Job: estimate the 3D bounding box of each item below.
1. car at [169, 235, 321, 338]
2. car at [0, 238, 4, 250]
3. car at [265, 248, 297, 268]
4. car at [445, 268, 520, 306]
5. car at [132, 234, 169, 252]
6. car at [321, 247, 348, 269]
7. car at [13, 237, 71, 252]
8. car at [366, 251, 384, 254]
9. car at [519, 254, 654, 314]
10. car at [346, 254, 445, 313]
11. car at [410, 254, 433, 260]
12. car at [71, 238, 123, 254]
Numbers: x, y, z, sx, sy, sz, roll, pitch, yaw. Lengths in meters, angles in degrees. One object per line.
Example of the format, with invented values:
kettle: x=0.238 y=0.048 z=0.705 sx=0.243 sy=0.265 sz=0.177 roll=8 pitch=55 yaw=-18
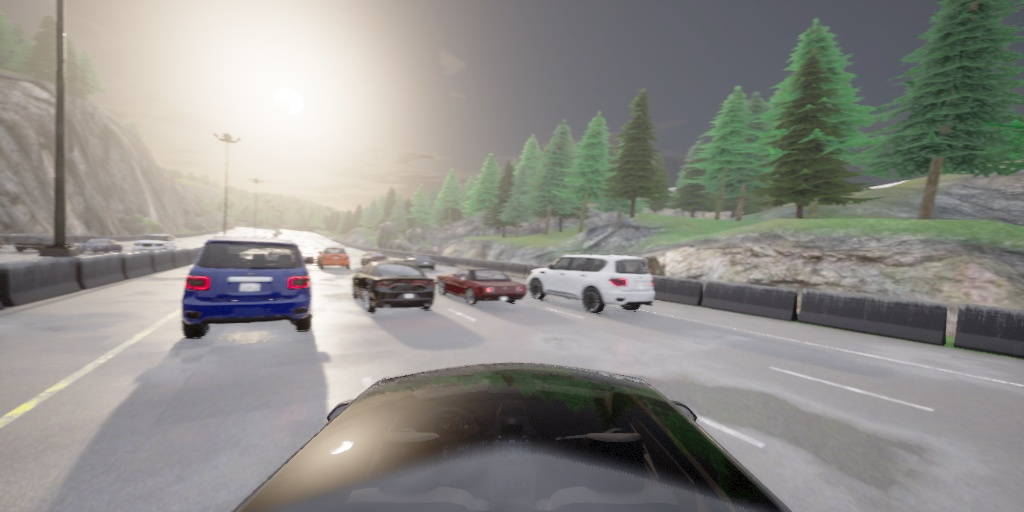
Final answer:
car: x=-6.258 y=0.575 z=8.902 sx=2.150 sy=2.045 sz=5.566 roll=2 pitch=1 yaw=-32
car: x=-42.874 y=-1.180 z=28.219 sx=1.882 sy=1.535 sz=5.008 roll=2 pitch=1 yaw=-31
car: x=-18.173 y=0.129 z=28.312 sx=1.895 sy=1.301 sz=4.718 roll=2 pitch=1 yaw=-32
car: x=-1.431 y=1.115 z=14.408 sx=1.895 sy=1.301 sz=4.718 roll=2 pitch=1 yaw=-32
car: x=-34.730 y=-1.145 z=35.057 sx=2.150 sy=2.045 sz=5.566 roll=2 pitch=1 yaw=-32
car: x=-14.290 y=0.061 z=28.689 sx=2.097 sy=1.767 sz=4.553 roll=2 pitch=1 yaw=-32
car: x=-40.615 y=-0.989 z=31.244 sx=1.895 sy=1.301 sz=4.718 roll=2 pitch=1 yaw=-31
car: x=-12.237 y=0.290 z=32.019 sx=1.812 sy=1.442 sz=4.674 roll=2 pitch=1 yaw=-32
car: x=2.851 y=0.944 z=14.143 sx=2.150 sy=2.045 sz=5.566 roll=2 pitch=1 yaw=-32
car: x=-4.182 y=0.888 z=12.212 sx=1.882 sy=1.535 sz=5.008 roll=2 pitch=1 yaw=-32
car: x=-8.446 y=0.504 z=32.528 sx=1.994 sy=1.385 sz=4.181 roll=2 pitch=1 yaw=-32
car: x=-37.413 y=-0.929 z=32.712 sx=1.812 sy=1.442 sz=4.674 roll=2 pitch=1 yaw=-31
